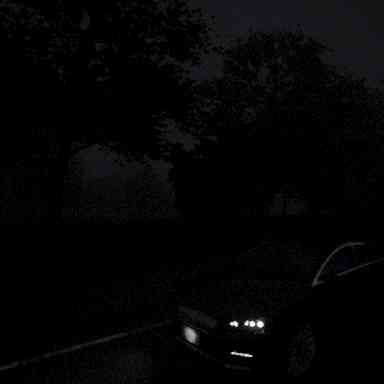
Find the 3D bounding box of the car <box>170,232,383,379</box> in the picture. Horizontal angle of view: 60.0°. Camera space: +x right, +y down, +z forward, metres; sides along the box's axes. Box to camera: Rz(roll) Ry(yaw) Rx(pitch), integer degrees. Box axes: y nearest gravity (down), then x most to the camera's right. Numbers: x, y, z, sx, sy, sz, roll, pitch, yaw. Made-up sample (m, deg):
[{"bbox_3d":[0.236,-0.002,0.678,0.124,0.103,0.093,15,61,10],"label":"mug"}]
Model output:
[{"bbox_3d":[1.908,1.500,5.627,4.902,1.511,2.128,0,0,-38],"label":"car"}]
